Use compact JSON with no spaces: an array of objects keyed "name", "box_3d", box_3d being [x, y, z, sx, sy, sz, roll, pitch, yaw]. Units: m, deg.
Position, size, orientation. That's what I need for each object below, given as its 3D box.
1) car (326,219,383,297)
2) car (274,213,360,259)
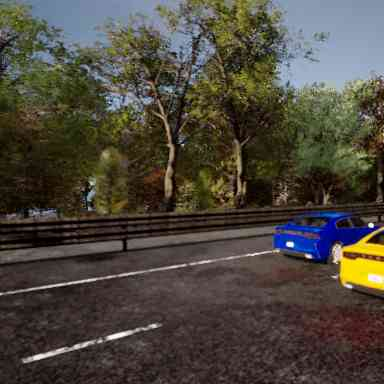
[{"name":"car","box_3d":[5.444,1.464,7.676,5.008,1.535,1.882,0,0,-36]},{"name":"car","box_3d":[5.025,1.462,11.693,5.008,1.535,1.882,0,0,-36]}]
